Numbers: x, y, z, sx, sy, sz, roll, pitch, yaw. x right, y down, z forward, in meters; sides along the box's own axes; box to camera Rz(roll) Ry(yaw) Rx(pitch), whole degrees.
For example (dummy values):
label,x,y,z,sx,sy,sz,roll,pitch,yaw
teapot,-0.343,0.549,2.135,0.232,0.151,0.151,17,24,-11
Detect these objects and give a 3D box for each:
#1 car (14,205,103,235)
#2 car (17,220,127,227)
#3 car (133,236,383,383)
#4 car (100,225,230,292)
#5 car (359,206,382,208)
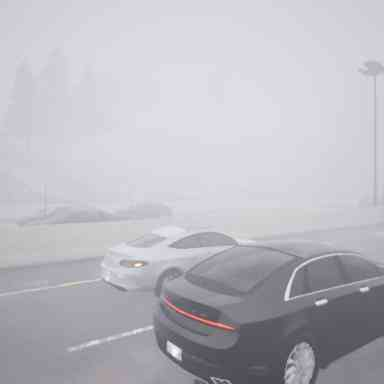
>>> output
label,x,y,z,sx,sy,sz,roll,pitch,yaw
car,-7.909,1.577,19.927,4.674,1.442,1.812,0,0,-37
car,-5.771,1.592,17.169,5.357,1.411,2.033,0,0,-37
car,1.759,1.517,5.131,4.892,1.490,1.837,0,0,-36
car,0.111,1.546,8.256,4.674,1.442,1.812,0,0,-36
car,24.101,1.314,43.744,5.566,2.045,2.150,0,0,-36
